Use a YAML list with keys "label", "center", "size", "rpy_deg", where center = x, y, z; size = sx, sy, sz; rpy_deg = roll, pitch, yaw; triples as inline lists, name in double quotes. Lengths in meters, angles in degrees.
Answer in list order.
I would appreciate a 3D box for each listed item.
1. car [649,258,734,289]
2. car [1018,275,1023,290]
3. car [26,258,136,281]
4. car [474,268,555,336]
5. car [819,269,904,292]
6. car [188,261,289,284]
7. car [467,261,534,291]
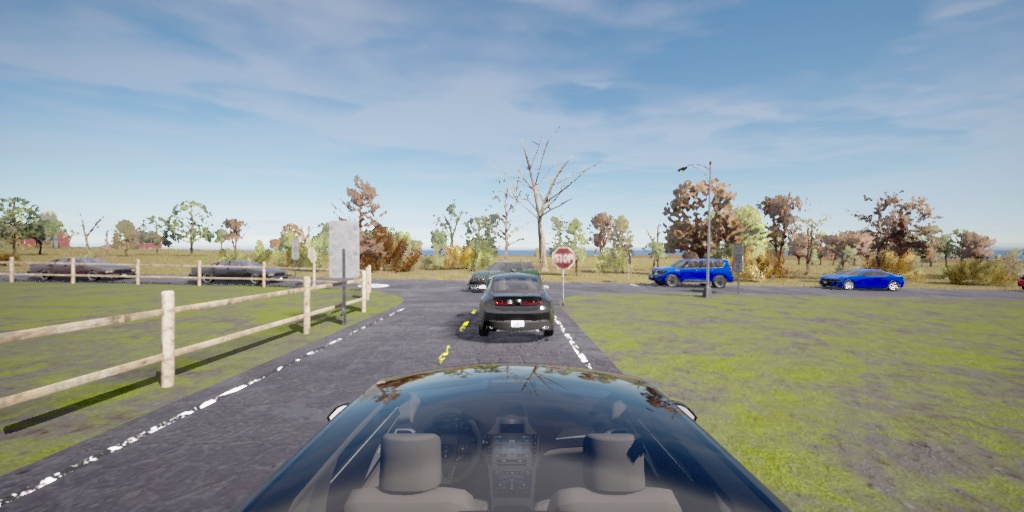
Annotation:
- label: "car"
  center: [12.830, 1.191, 25.790]
  size: [5.566, 2.045, 2.150]
  rpy_deg: [1, 1, 0]
- label: "car"
  center: [40.169, 1.677, 25.659]
  size: [5.566, 2.045, 2.150]
  rpy_deg: [1, 1, 1]
- label: "car"
  center: [-27.495, 0.809, 22.987]
  size: [5.357, 1.411, 2.033]
  rpy_deg: [1, 1, 0]
- label: "car"
  center: [0.076, 1.249, 10.339]
  size: [1.837, 1.490, 4.892]
  rpy_deg: [0, 0, -1]
- label: "car"
  center: [24.989, 1.663, 25.737]
  size: [5.008, 1.535, 1.882]
  rpy_deg: [1, 1, 0]
- label: "car"
  center: [-17.427, 1.001, 22.953]
  size: [5.357, 1.411, 2.033]
  rpy_deg: [1, 1, 0]
- label: "car"
  center: [-0.413, 1.083, 20.503]
  size: [2.097, 1.767, 4.553]
  rpy_deg: [1, 1, 42]
